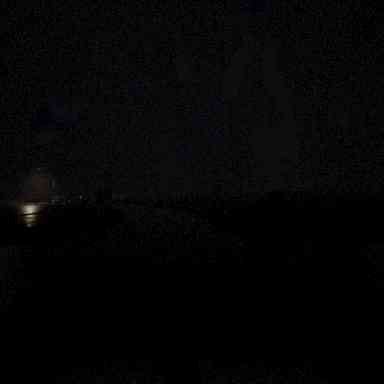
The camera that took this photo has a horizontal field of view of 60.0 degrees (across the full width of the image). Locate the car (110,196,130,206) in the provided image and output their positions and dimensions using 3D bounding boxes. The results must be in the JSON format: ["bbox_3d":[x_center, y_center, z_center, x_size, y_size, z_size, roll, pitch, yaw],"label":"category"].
[{"bbox_3d":[-11.896,1.356,54.042,1.882,1.535,5.008,-1,0,-38],"label":"car"}]

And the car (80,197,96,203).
[{"bbox_3d":[-18.935,1.563,61.757,4.718,1.301,1.895,-1,1,41],"label":"car"}]
